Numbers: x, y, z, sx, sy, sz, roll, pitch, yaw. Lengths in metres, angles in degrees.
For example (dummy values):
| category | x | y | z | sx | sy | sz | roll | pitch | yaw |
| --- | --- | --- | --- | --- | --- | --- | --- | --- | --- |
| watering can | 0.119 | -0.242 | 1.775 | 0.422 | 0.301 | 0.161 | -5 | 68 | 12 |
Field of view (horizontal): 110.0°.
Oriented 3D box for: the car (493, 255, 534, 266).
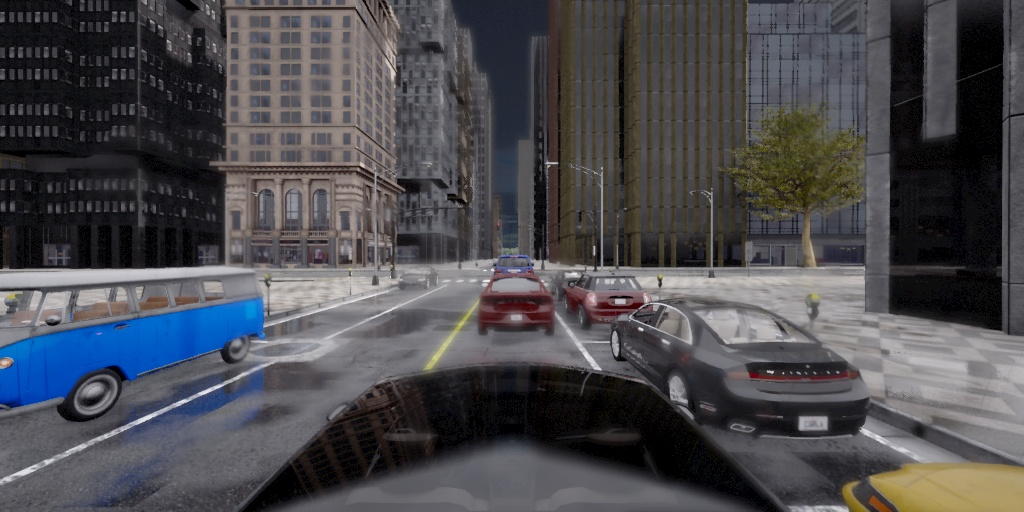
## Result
| category | x | y | z | sx | sy | sz | roll | pitch | yaw |
| --- | --- | --- | --- | --- | --- | --- | --- | --- | --- |
| car | 0.103 | 0.967 | 20.378 | 2.150 | 2.045 | 5.566 | 0 | 0 | 0 |

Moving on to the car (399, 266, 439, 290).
| category | x | y | z | sx | sy | sz | roll | pitch | yaw |
| --- | --- | --- | --- | --- | --- | --- | --- | --- | --- |
| car | -5.732 | 1.296 | 22.401 | 2.007 | 1.370 | 4.403 | 0 | 0 | 0 |

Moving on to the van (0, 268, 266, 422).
| category | x | y | z | sx | sy | sz | roll | pitch | yaw |
| --- | --- | --- | --- | --- | --- | --- | --- | --- | --- |
| van | -5.756 | 1.090 | 5.478 | 1.690 | 1.789 | 3.998 | 0 | 0 | 0 |

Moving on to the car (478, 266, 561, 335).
| category | x | y | z | sx | sy | sz | roll | pitch | yaw |
| --- | --- | --- | --- | --- | --- | --- | --- | --- | --- |
| car | 0.106 | 1.226 | 10.494 | 1.882 | 1.535 | 5.008 | 0 | 0 | 0 |

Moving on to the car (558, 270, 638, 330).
| category | x | y | z | sx | sy | sz | roll | pitch | yaw |
| --- | --- | --- | --- | --- | --- | --- | --- | --- | --- |
| car | 2.777 | 1.188 | 11.108 | 1.967 | 1.591 | 4.097 | 0 | 0 | 0 |

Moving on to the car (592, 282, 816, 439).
| category | x | y | z | sx | sy | sz | roll | pitch | yaw |
| --- | --- | --- | --- | --- | --- | --- | --- | --- | --- |
| car | 2.769 | 1.300 | 5.467 | 2.007 | 1.370 | 4.403 | 0 | 0 | 0 |
